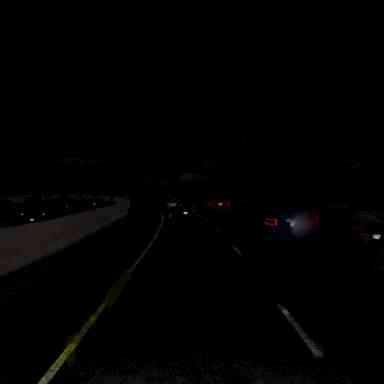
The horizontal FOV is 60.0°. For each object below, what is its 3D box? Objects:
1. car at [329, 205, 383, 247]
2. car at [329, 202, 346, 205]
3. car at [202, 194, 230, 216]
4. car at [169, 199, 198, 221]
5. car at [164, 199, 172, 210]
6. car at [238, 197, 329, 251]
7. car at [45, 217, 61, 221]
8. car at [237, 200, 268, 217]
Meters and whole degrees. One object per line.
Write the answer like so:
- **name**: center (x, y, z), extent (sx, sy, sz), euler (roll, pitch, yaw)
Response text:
- **car**: center (6.998, 1.528, 15.017), extent (1.812, 1.442, 4.674), euler (0, 0, -1)
- **car**: center (10.104, 1.482, 24.245), extent (1.882, 1.535, 5.008), euler (0, 0, -3)
- **car**: center (2.334, 1.227, 33.299), extent (2.150, 2.045, 5.566), euler (0, 0, -6)
- **car**: center (-0.649, 1.569, 27.382), extent (1.994, 1.385, 4.181), euler (0, 0, -4)
- **car**: center (-2.517, 1.608, 43.011), extent (1.895, 1.301, 4.718), euler (0, 0, -9)
- **car**: center (3.526, 1.224, 14.256), extent (2.150, 2.045, 5.566), euler (0, 0, -1)
- **car**: center (-11.170, 1.604, 25.090), extent (1.895, 1.301, 4.718), euler (0, 0, -4)
- **car**: center (5.869, 1.531, 32.928), extent (1.812, 1.442, 4.674), euler (0, 0, -6)
